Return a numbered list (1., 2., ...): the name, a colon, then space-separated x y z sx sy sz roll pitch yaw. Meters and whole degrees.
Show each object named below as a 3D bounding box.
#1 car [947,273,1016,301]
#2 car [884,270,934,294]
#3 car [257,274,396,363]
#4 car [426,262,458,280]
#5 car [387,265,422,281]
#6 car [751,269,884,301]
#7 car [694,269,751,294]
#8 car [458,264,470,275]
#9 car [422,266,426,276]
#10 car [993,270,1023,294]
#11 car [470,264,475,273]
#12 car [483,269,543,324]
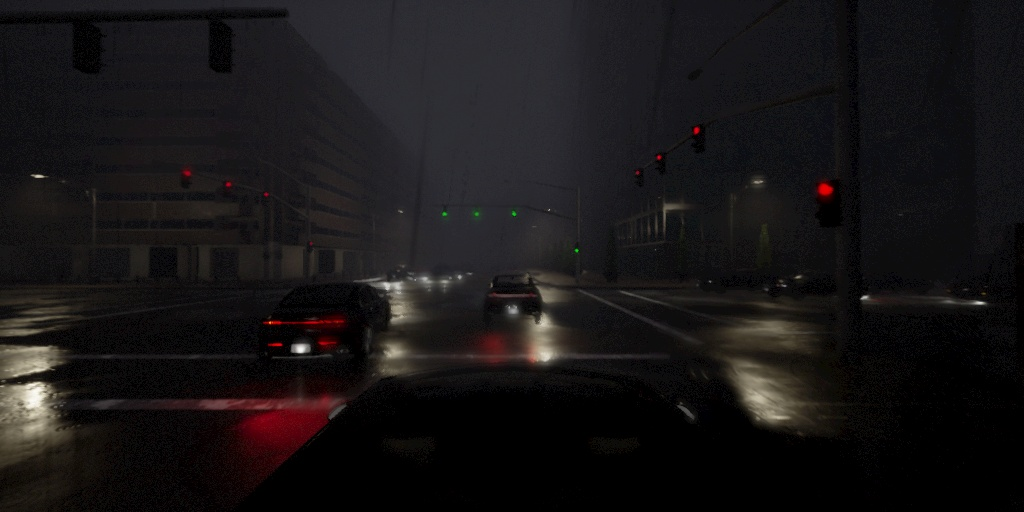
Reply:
1. car: 25.765 1.580 18.795 4.181 1.385 1.994 0 -1 0
2. car: 23.262 1.585 22.297 4.674 1.442 1.812 0 -1 0
3. car: -4.079 1.356 8.498 1.837 1.490 4.892 1 -1 -11
4. car: -7.408 1.682 38.424 1.882 1.535 5.008 0 -1 0
5. car: -10.906 1.662 35.659 2.128 1.511 4.902 0 -1 0
6. car: 15.837 1.508 18.834 4.902 1.511 2.128 0 -1 0
7. car: 14.001 1.552 22.340 4.902 1.511 2.128 0 -1 0
8. car: -7.311 1.893 48.439 1.994 1.385 4.181 0 -1 1
9. car: -10.860 1.887 45.002 1.895 1.301 4.718 0 -1 1
10. car: 33.922 1.606 22.261 5.357 1.411 2.033 0 -1 0
11. car: -7.103 2.005 58.872 2.033 1.411 5.357 0 -1 1
12. car: 0.018 1.405 12.761 2.128 1.511 4.902 0 -1 -1
